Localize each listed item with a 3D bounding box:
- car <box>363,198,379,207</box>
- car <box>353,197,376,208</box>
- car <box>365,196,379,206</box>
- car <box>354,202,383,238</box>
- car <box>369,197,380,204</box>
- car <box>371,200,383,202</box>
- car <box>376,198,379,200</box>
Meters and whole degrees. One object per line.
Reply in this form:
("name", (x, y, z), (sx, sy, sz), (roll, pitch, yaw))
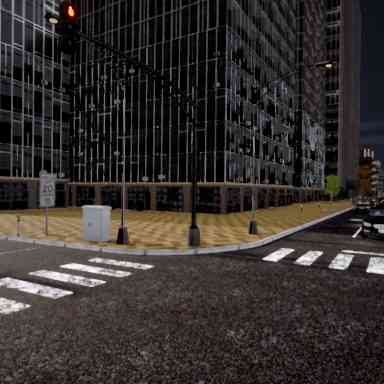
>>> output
("car", (28.415, 1.638, 52.792), (2.008, 1.369, 4.403), (1, 0, 31))
("car", (19.780, 1.596, 38.406), (2.008, 1.369, 4.403), (1, 0, 31))
("car", (31.254, 1.541, 57.610), (1.967, 1.590, 4.097), (1, 0, 31))
("car", (9.886, 1.513, 17.119), (2.128, 1.511, 4.902), (1, 0, 31))
("car", (36.940, 1.710, 67.245), (1.802, 1.307, 4.206), (1, 0, 31))
("car", (14.863, 1.571, 25.360), (1.812, 1.442, 4.674), (1, 0, 31))
("car", (20.319, 1.550, 34.316), (1.882, 1.535, 5.008), (1, 0, 31))
